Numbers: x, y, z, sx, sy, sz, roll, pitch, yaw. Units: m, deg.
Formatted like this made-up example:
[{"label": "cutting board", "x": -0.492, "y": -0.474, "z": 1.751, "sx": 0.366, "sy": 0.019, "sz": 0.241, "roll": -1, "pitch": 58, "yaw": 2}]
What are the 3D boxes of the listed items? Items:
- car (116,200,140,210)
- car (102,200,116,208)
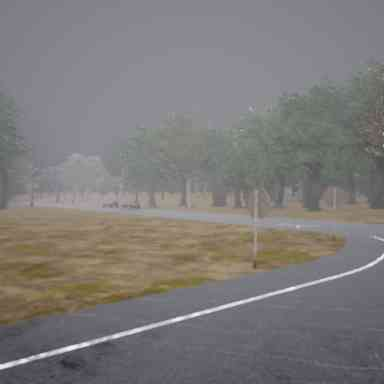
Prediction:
[{"label": "car", "x": -9.969, "y": 2.087, "z": 53.693, "sx": 1.837, "sy": 1.490, "sz": 4.892, "roll": 2, "pitch": -2, "yaw": -34}, {"label": "car", "x": -14.925, "y": 2.229, "z": 60.828, "sx": 1.837, "sy": 1.490, "sz": 4.892, "roll": 2, "pitch": -2, "yaw": -34}]
